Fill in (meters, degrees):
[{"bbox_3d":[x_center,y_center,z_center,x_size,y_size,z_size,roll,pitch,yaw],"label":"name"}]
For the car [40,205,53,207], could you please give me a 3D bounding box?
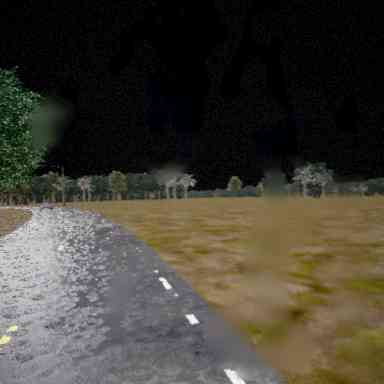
[{"bbox_3d":[-24.007,2.281,54.682,2.033,1.411,5.357,-3,0,-27],"label":"car"}]
